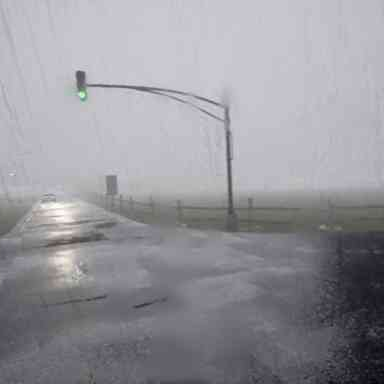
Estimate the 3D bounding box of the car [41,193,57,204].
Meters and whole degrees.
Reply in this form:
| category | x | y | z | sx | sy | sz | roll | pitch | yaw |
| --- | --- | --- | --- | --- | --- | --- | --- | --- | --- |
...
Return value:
| category | x | y | z | sx | sy | sz | roll | pitch | yaw |
| --- | --- | --- | --- | --- | --- | --- | --- | --- | --- |
| car | -19.752 | 0.842 | 45.924 | 1.812 | 1.442 | 4.674 | -3 | 2 | -23 |
